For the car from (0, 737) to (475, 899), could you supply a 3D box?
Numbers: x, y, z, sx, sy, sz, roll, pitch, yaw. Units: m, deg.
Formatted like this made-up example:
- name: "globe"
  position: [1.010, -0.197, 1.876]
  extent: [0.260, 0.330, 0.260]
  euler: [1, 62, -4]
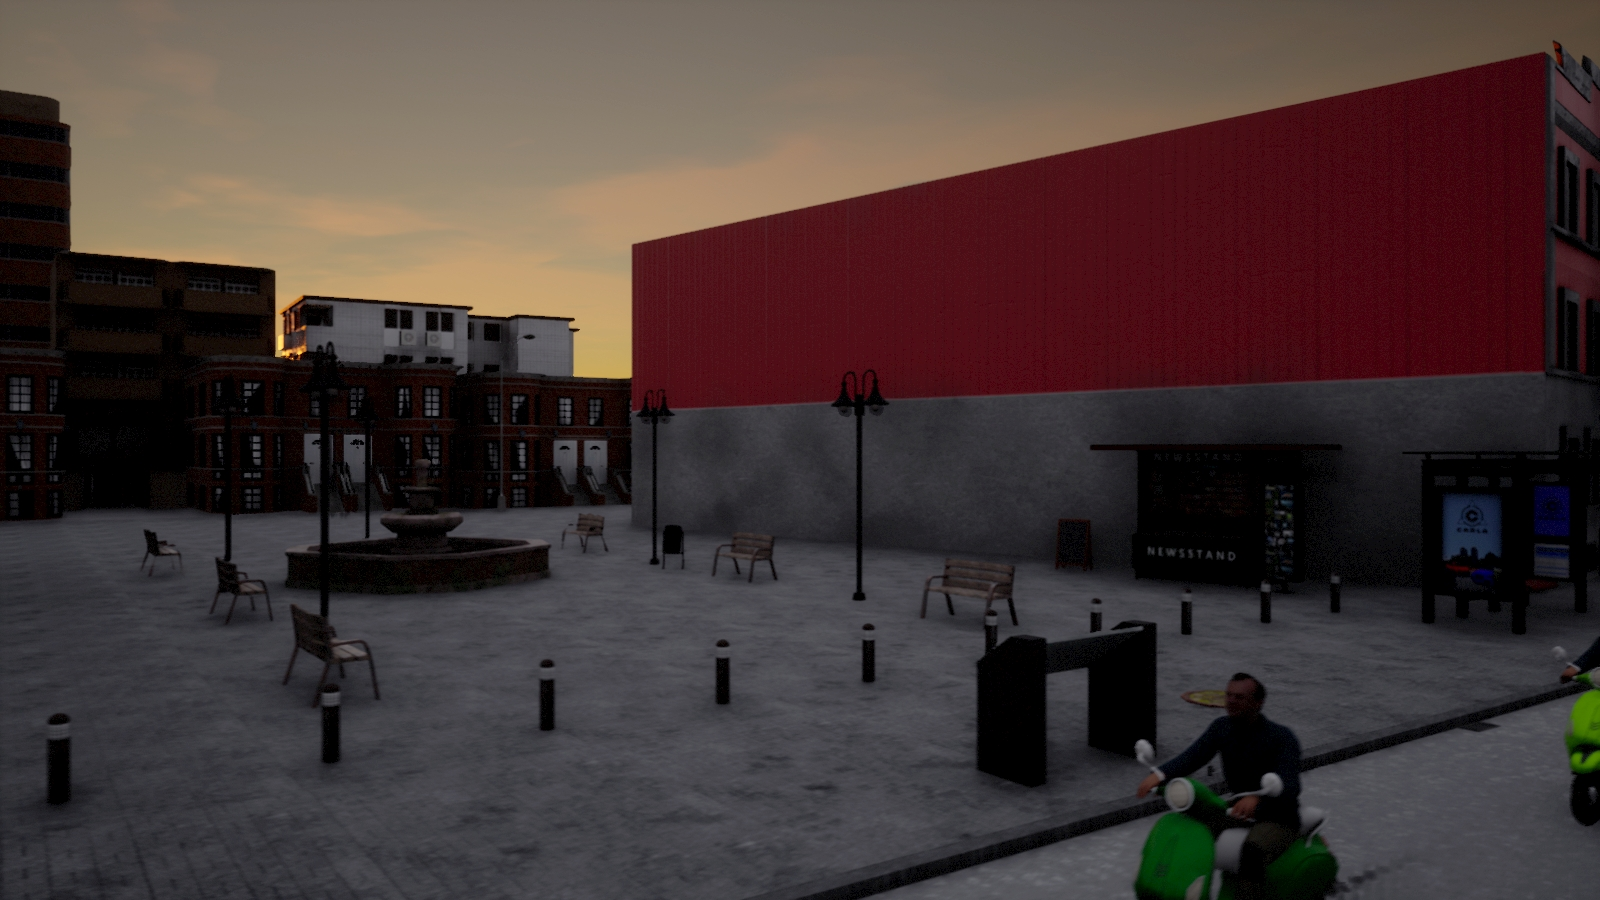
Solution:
- name: "car"
  position: [-3.290, 1.842, 2.099]
  extent: [4.892, 1.480, 2.231]
  euler: [0, 0, -35]
